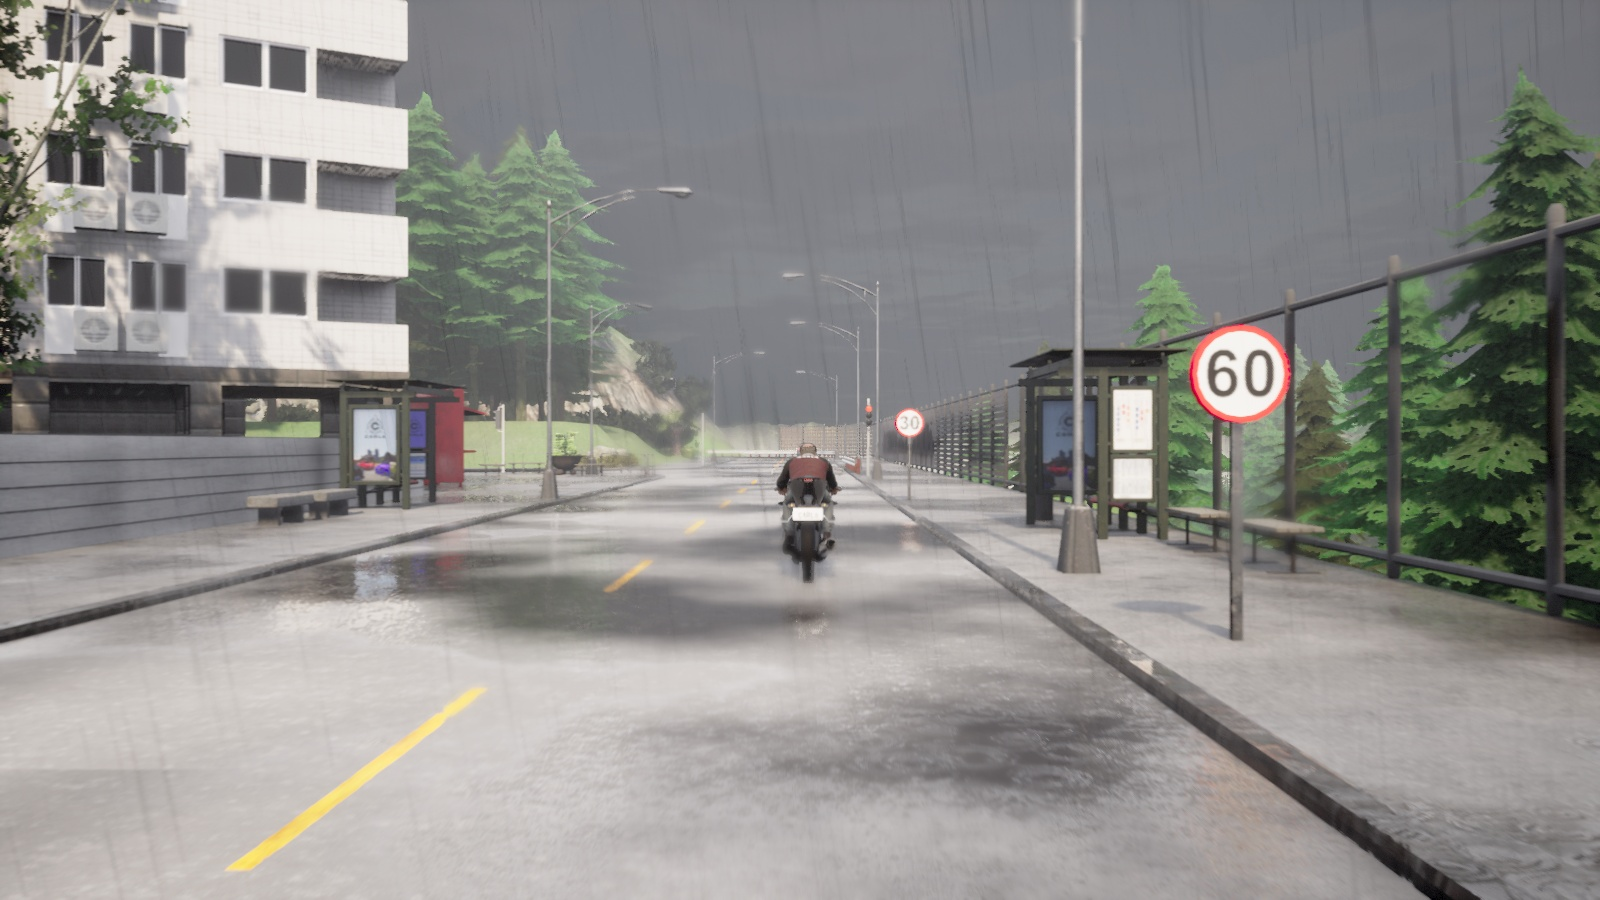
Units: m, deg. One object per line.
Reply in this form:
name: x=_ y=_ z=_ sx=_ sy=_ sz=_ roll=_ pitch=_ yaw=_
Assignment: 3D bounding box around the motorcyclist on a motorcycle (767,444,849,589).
motorcyclist on a motorcycle: x=0.093 y=0.700 z=14.435 sx=0.866 sy=1.530 sz=2.191 roll=0 pitch=0 yaw=0
